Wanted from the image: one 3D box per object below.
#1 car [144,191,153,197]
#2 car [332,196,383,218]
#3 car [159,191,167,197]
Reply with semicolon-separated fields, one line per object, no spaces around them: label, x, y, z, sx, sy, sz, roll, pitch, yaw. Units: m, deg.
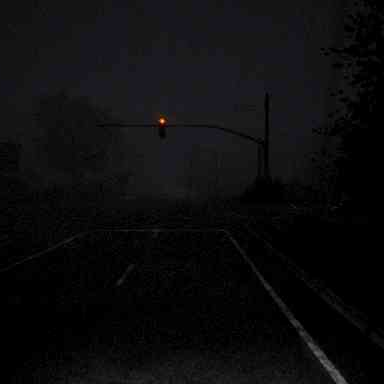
car;-10.499;0.559;80.720;1.882;1.535;5.008;0;-1;0
car;12.431;0.952;23.481;4.674;1.442;1.812;-1;2;11
car;-6.999;0.582;80.720;1.837;1.490;4.892;0;-1;0
